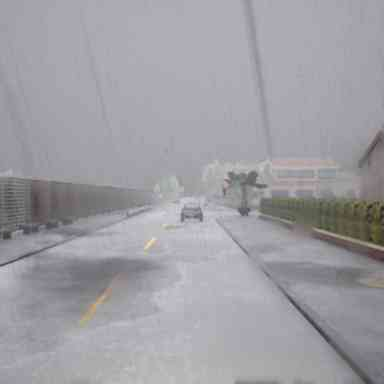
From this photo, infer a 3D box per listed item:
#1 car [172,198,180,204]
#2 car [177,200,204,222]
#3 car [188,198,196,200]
[{"bbox_3d":[-4.037,2.272,85.380,1.882,1.535,5.008,0,-1,0],"label":"car"},{"bbox_3d":[-0.003,1.766,29.289,2.128,1.511,4.902,0,0,0],"label":"car"},{"bbox_3d":[-0.037,2.324,87.031,1.812,1.442,4.674,0,-1,0],"label":"car"}]
